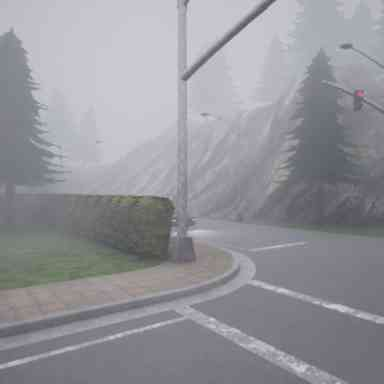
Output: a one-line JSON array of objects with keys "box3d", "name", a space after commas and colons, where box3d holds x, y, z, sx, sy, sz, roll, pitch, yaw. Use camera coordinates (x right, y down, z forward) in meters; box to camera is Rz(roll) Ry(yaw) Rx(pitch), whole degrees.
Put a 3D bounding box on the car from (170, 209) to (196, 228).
[{"box3d": [-1.959, 1.550, 21.560, 2.033, 1.411, 5.357, 0, 0, -36], "name": "car"}]
